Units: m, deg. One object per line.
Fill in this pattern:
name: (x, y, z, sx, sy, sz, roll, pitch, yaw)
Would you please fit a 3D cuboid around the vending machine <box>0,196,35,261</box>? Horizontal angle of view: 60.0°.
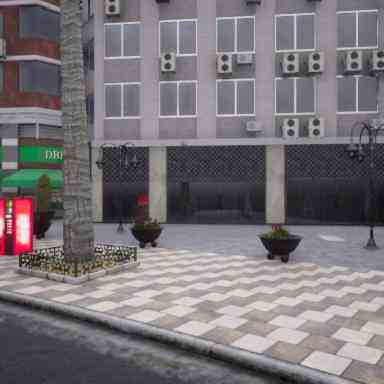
vending machine: (-6.203, 1.195, 11.454, 0.880, 2.100, 1.100, 0, 0, 23)
